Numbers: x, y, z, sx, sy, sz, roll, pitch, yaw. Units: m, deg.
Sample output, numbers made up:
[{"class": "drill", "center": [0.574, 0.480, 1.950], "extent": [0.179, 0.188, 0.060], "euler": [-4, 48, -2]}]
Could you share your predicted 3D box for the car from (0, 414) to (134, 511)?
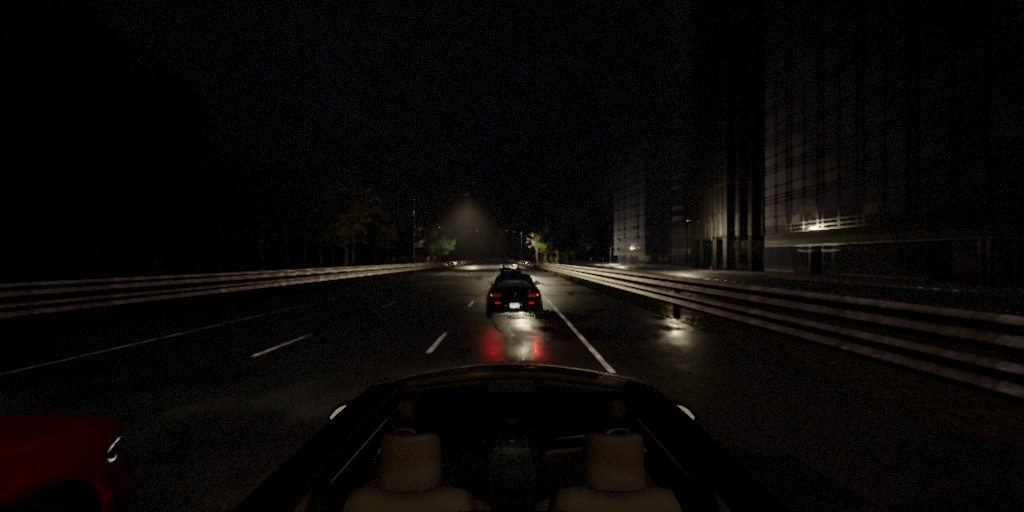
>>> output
[{"class": "car", "center": [-3.403, 1.219, 0.227], "extent": [1.882, 1.535, 5.008], "euler": [0, 0, 0]}]

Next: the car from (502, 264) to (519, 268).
[{"class": "car", "center": [-0.127, 1.479, 32.912], "extent": [2.128, 1.511, 4.902], "euler": [0, 0, -1]}]

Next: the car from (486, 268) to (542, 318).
[{"class": "car", "center": [0.066, 1.355, 13.235], "extent": [1.812, 1.442, 4.674], "euler": [0, 0, 0]}]
